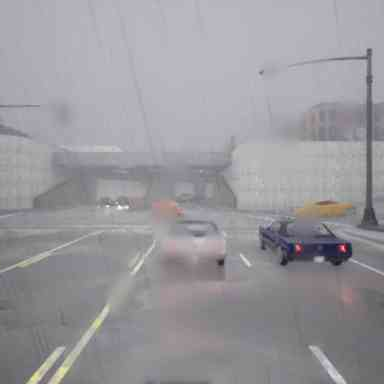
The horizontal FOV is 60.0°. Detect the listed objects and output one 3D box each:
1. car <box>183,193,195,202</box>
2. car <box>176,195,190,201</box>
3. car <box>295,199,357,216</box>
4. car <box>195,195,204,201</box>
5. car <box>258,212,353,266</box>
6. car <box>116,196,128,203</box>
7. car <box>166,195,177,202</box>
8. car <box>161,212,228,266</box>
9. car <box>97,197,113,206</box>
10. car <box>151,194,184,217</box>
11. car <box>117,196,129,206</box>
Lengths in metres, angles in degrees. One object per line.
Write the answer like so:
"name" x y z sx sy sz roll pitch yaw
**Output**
"car" -1.250 1.275 78.632 2.150 2.045 5.566 0 0 6
"car" -2.411 1.512 88.587 1.882 1.535 5.008 0 0 24
"car" 11.361 1.340 28.219 5.008 1.535 1.882 -4 -1 -4
"car" 1.450 1.595 88.699 2.033 1.411 5.357 0 0 28
"car" 3.582 1.608 11.549 1.895 1.301 4.718 0 0 0
"car" -15.304 1.572 73.233 1.812 1.442 4.674 0 0 -1
"car" -4.759 1.523 78.516 1.882 1.535 5.008 0 0 6
"car" 0.082 1.608 11.538 1.895 1.301 4.718 0 0 0
"car" -14.979 1.563 57.584 1.812 1.442 4.674 0 0 -1
"car" -2.615 1.373 32.406 2.097 1.767 4.553 0 0 -17
"car" -11.480 1.529 57.406 2.128 1.511 4.902 0 0 -1
